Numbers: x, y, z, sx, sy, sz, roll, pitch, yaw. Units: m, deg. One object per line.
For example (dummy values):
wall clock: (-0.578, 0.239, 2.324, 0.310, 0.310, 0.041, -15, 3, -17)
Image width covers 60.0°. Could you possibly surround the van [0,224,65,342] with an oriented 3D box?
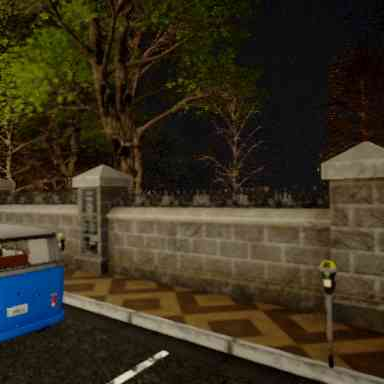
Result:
van: (-3.901, 1.411, 5.663, 3.998, 1.788, 1.690, -1, -1, 35)
